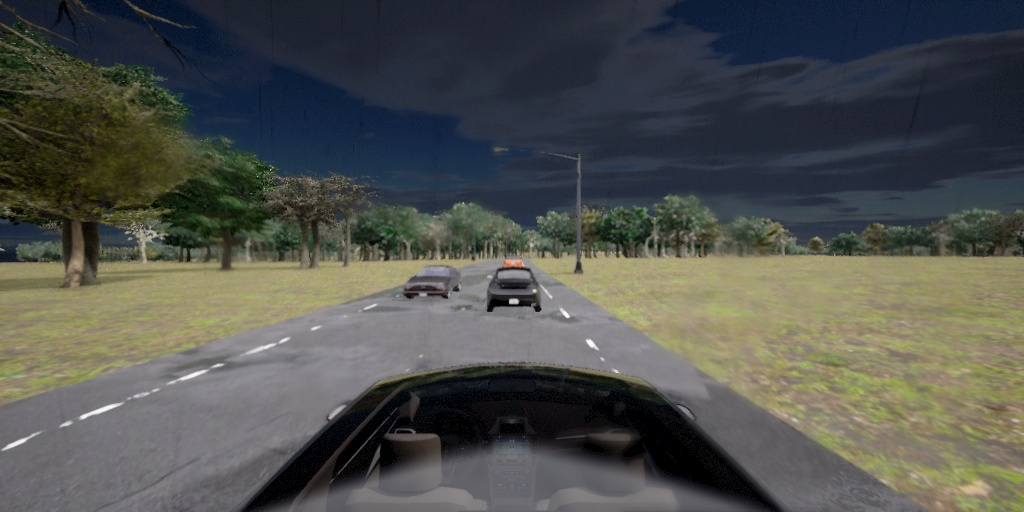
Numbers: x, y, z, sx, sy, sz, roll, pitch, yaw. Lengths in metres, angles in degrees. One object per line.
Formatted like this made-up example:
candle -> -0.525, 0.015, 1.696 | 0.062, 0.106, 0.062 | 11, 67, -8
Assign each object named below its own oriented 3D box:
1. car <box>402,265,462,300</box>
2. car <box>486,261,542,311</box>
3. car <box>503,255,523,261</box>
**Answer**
car -> -3.536, 1.136, 16.981 | 2.033, 1.411, 5.357 | 0, 1, 1
car -> 0.076, 1.137, 13.718 | 1.837, 1.490, 4.892 | 0, 1, 0
car -> 0.108, 0.671, 37.264 | 2.097, 1.767, 4.553 | 0, 1, 0
